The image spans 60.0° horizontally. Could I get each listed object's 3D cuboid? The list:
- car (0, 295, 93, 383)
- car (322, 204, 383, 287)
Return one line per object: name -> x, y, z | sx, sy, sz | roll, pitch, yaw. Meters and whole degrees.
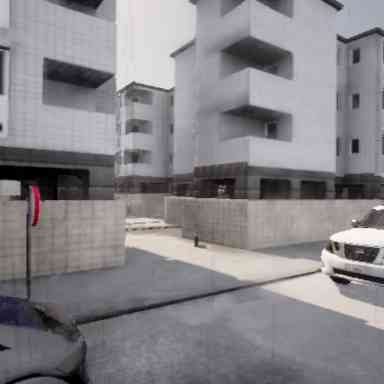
car -> -2.952, 1.548, 2.509 | 4.181, 1.385, 1.994 | 1, 0, -35
car -> 5.782, 1.323, 8.713 | 5.566, 2.045, 2.150 | 1, 0, -35
